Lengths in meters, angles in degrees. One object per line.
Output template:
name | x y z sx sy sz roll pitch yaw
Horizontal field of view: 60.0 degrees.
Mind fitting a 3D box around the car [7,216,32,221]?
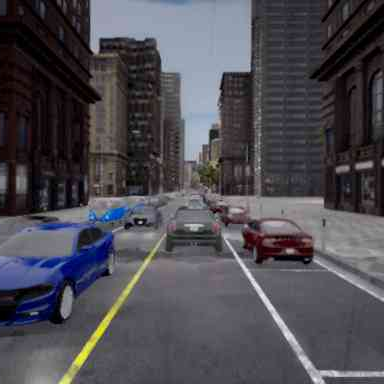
car | -5.691 1.523 11.580 1.947 1.339 4.313 0 0 0

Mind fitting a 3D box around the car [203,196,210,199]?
car | 3.113 1.595 49.581 1.947 1.339 4.313 0 0 0

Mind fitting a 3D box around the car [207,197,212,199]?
car | 3.034 1.592 38.782 1.947 1.339 4.313 0 0 0

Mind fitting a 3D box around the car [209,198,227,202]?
car | 2.994 1.569 33.382 1.887 1.381 4.507 0 0 0

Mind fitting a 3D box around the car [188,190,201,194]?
car | 0.618 1.139 85.682 2.150 2.045 5.566 0 0 0

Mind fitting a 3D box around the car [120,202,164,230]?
car | -2.936 1.542 21.011 1.994 1.385 4.181 0 0 1

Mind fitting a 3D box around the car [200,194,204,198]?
car | 3.274 1.572 71.181 1.947 1.339 4.313 1 0 0

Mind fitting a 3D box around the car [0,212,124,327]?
car | -3.061 1.454 7.357 1.882 1.535 5.008 0 0 0

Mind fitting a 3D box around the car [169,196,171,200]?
car | -5.338 1.406 59.286 1.967 1.590 4.097 1 0 0

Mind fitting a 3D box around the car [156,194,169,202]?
car | -5.377 1.285 53.985 2.192 1.841 5.009 0 0 0

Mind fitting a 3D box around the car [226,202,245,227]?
car | 2.914 1.602 22.584 1.802 1.307 4.206 0 0 0

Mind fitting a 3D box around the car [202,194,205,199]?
car | 3.194 1.606 60.380 1.802 1.307 4.206 1 0 0

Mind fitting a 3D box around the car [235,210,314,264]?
car | 2.835 1.561 11.786 1.887 1.381 4.507 0 0 0

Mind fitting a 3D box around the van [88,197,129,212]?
van | -5.612 1.302 22.181 1.690 1.788 3.998 0 0 0

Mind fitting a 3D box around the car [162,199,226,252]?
car | 0.091 1.350 14.149 2.097 1.767 4.553 0 0 0

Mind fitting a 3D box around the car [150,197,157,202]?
car | -5.496 1.549 38.083 1.802 1.307 4.206 0 0 0

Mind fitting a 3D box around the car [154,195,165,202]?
car | -5.419 1.552 48.685 1.802 1.307 4.206 0 0 0

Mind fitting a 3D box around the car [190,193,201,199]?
car | 0.540 1.563 75.508 1.895 1.301 4.718 0 0 0

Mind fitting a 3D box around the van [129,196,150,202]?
van | -5.533 1.306 32.782 1.690 1.788 3.998 0 0 0

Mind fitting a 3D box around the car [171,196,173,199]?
car | -6.976 1.319 72.703 4.403 1.369 2.008 0 1 -9
